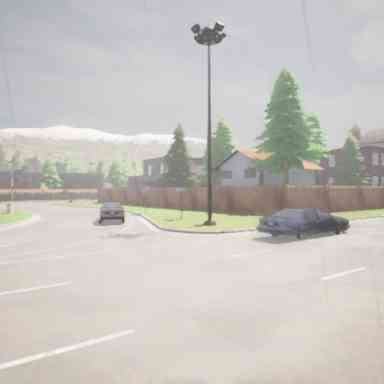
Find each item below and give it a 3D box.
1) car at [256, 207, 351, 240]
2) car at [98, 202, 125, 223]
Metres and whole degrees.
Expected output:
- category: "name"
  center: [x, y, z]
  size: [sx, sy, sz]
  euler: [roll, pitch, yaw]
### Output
- category: "car"
  center: [5.562, 1.449, 16.314]
  size: [5.357, 1.411, 2.033]
  euler: [0, 0, -36]
- category: "car"
  center: [-6.019, 1.479, 24.986]
  size: [2.033, 1.411, 5.357]
  euler: [0, 0, -14]
